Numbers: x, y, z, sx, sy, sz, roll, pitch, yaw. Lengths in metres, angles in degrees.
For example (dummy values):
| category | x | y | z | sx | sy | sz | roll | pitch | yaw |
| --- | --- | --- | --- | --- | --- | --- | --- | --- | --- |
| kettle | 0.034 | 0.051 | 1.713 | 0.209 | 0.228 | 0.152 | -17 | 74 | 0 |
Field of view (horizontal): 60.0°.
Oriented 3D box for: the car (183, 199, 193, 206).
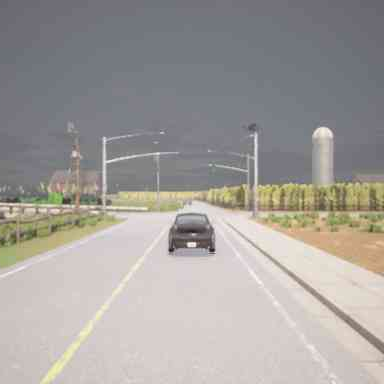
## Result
| category | x | y | z | sx | sy | sz | roll | pitch | yaw |
| --- | --- | --- | --- | --- | --- | --- | --- | --- | --- |
| car | -1.007 | 2.222 | 71.015 | 1.812 | 1.442 | 4.674 | 0 | -1 | -3 |

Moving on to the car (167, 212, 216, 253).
| category | x | y | z | sx | sy | sz | roll | pitch | yaw |
| --- | --- | --- | --- | --- | --- | --- | --- | --- | --- |
| car | -0.006 | 1.642 | 14.305 | 1.837 | 1.490 | 4.892 | 0 | 0 | 0 |
